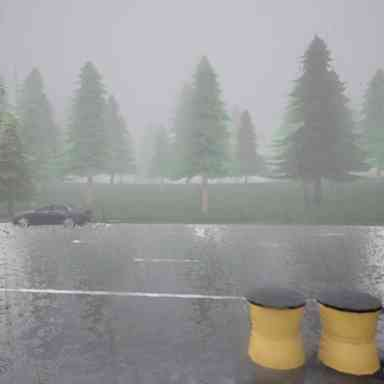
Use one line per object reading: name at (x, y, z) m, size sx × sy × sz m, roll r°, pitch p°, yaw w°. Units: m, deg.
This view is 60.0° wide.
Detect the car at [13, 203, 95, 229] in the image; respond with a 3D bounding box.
car at (-8.464, 1.430, 20.503) m, size 4.892 × 1.490 × 1.837 m, roll 0°, pitch 0°, yaw 7°
